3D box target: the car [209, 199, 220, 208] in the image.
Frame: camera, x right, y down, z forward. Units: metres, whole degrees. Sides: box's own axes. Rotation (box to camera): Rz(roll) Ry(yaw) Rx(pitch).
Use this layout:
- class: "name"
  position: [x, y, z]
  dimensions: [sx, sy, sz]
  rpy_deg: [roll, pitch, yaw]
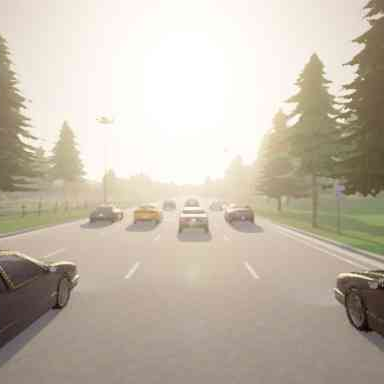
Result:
- class: "car"
  position: [3.567, 1.866, 50.918]
  dimensions: [1.812, 1.442, 4.674]
  rpy_deg: [0, 0, 0]

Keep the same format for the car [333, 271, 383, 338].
- class: "car"
  position: [3.600, 1.574, 3.869]
  dimensions: [2.033, 1.411, 5.357]
  rpy_deg: [0, 0, 0]

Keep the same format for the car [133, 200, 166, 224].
- class: "car"
  position: [-3.402, 1.655, 26.411]
  dimensions: [1.882, 1.535, 5.008]
  rpy_deg: [0, 0, 0]

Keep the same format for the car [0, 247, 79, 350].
- class: "car"
  position: [-3.400, 1.581, 4.875]
  dimensions: [2.033, 1.411, 5.357]
  rpy_deg: [0, 0, 0]

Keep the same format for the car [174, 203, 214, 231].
- class: "car"
  position: [0.098, 1.692, 21.460]
  dimensions: [2.033, 1.411, 5.357]
  rpy_deg: [0, 0, 0]

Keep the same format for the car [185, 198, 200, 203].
- class: "car"
  position: [0.034, 1.660, 46.111]
  dimensions: [2.097, 1.767, 4.553]
  rpy_deg: [0, 0, 1]

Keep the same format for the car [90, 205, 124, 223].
- class: "car"
  position: [-6.902, 1.746, 27.252]
  dimensions: [1.994, 1.385, 4.181]
  rpy_deg: [0, 0, 0]

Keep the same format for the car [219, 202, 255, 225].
- class: "car"
  position: [3.598, 1.665, 25.804]
  dimensions: [2.128, 1.511, 4.902]
  rpy_deg: [0, 0, 0]

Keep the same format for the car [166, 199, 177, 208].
- class: "car"
  position: [-3.428, 1.822, 51.518]
  dimensions: [1.882, 1.535, 5.008]
  rpy_deg: [0, 0, 0]
